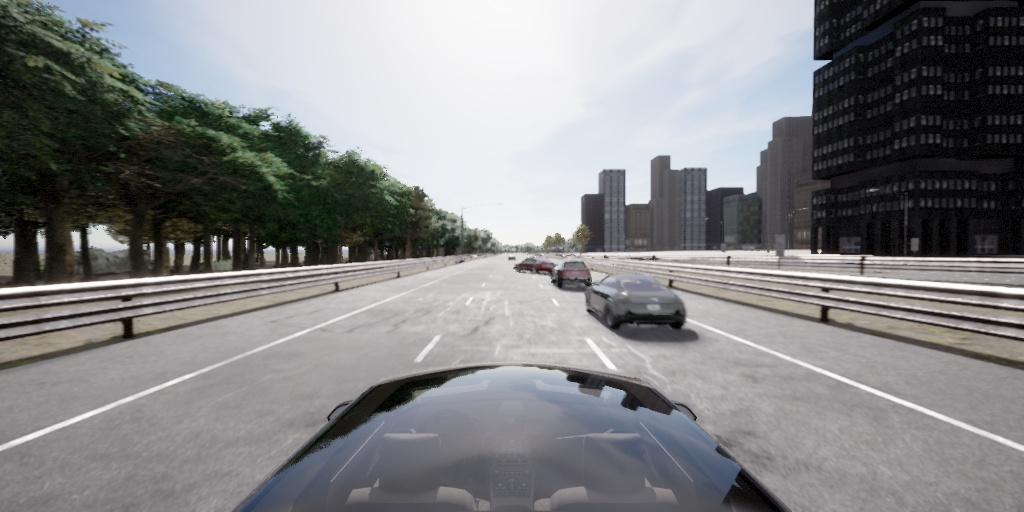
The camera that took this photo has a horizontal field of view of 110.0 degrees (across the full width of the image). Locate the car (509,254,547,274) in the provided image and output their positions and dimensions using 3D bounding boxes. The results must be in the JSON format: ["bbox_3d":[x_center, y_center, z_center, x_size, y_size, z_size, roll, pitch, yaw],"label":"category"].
[{"bbox_3d":[2.127,0.876,34.787,2.163,1.488,4.792,0,1,-32],"label":"car"}]

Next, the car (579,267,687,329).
[{"bbox_3d":[3.498,1.216,10.867,1.994,1.385,4.181,0,1,0],"label":"car"}]

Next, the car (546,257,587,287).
[{"bbox_3d":[3.496,0.960,21.865,2.033,1.649,4.856,0,1,0],"label":"car"}]
